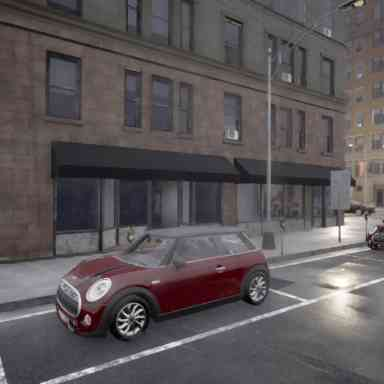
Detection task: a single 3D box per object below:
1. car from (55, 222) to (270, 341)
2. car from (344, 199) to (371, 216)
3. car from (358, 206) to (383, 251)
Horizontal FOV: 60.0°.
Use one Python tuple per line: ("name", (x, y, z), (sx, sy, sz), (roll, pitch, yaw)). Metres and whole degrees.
("car", (-0.429, 1.441, 6.441), (4.097, 1.590, 1.967), (0, 0, -35))
("car", (14.742, 1.403, 31.710), (1.882, 1.535, 5.008), (1, 0, -37))
("car", (8.530, 1.445, 12.801), (4.097, 1.590, 1.967), (0, 0, -35))
